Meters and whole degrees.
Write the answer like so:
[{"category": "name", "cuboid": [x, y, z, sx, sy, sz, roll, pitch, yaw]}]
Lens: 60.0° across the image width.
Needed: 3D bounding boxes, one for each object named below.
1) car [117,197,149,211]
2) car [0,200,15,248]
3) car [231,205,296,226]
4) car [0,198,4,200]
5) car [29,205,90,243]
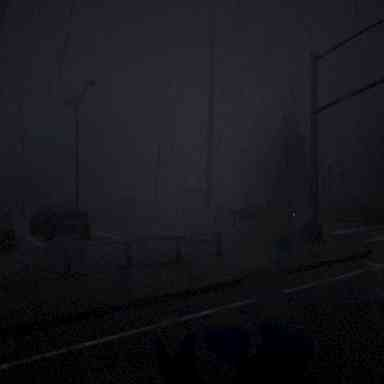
[{"category": "car", "cuboid": [-7.678, 1.516, 41.344, 1.837, 1.490, 4.892, 0, -1, -36]}, {"category": "car", "cuboid": [-8.697, 1.331, 13.558, 2.152, 1.636, 5.027, 0, 0, -36]}, {"category": "car", "cuboid": [5.073, 1.609, 23.933, 1.895, 1.301, 4.718, 0, 0, -36]}, {"category": "car", "cuboid": [-21.399, 1.377, 36.557, 1.845, 1.501, 3.633, 0, 0, -36]}, {"category": "car", "cuboid": [-6.182, 1.342, 15.434, 2.007, 1.523, 4.514, 0, 0, -36]}]
